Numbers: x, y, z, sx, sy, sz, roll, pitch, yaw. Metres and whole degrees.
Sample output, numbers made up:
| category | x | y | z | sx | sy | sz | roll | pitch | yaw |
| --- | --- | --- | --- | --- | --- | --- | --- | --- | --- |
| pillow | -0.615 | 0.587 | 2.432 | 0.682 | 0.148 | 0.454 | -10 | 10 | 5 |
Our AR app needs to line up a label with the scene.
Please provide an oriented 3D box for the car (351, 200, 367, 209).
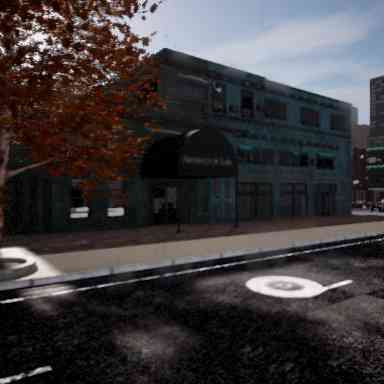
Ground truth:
| category | x | y | z | sx | sy | sz | roll | pitch | yaw |
| --- | --- | --- | --- | --- | --- | --- | --- | --- | --- |
| car | 27.306 | 2.065 | 54.378 | 2.008 | 1.369 | 4.403 | -1 | 0 | -36 |

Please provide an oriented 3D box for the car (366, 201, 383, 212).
| category | x | y | z | sx | sy | sz | roll | pitch | yaw |
| --- | --- | --- | --- | --- | --- | --- | --- | --- | --- |
| car | 25.324 | 2.028 | 42.633 | 1.947 | 1.339 | 4.313 | -1 | 0 | -36 |
